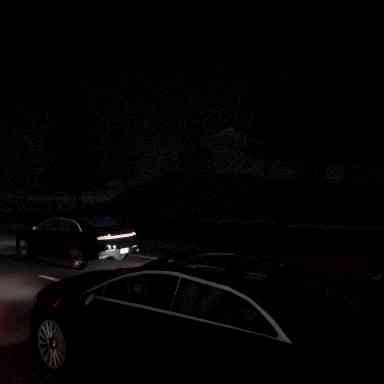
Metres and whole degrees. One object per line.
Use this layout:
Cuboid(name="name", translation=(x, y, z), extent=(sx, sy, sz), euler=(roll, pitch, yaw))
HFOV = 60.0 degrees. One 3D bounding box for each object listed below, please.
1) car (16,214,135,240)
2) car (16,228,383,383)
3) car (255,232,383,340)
Cuboid(name="car", translation=(-3.925, 1.478, 11.001), extent=(4.902, 1.511, 2.128), euler=(0, 0, 36))
Cuboid(name="car", translation=(-0.021, 1.490, 4.002), extent=(4.902, 1.511, 2.128), euler=(0, 0, 35))
Cuboid(name="car", translation=(3.656, 1.601, 5.683), extent=(4.718, 1.301, 1.895), euler=(0, 0, 36))
